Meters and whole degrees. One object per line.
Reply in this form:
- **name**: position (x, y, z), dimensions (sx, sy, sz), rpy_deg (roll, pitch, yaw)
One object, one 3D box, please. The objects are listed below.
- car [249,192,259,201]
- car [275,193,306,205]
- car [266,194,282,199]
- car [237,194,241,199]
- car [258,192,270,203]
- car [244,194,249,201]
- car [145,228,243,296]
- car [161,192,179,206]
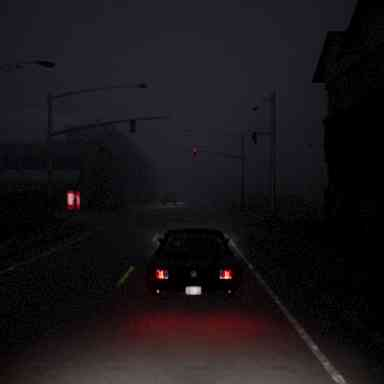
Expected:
- **car**: position (14.128, 0.903, 67.724), dimensions (3.866, 1.878, 1.905), rpy_deg (0, 0, 0)
- **car**: position (14.464, 1.112, 48.513), dimensions (3.806, 1.475, 1.970), rpy_deg (0, 0, 0)
- **car**: position (21.262, 1.159, 86.239), dimensions (3.806, 1.475, 1.970), rpy_deg (0, 0, 0)
- **car**: position (13.839, 1.140, 89.214), dimensions (3.633, 1.501, 1.845), rpy_deg (0, 0, 0)
- **car**: position (14.136, 1.015, 54.930), dimensions (5.027, 1.636, 2.152), rpy_deg (0, 0, 0)
- **car**: position (13.714, 0.915, 70.630), dimensions (4.605, 1.855, 1.932), rpy_deg (0, 0, 0)
- **car**: position (0.053, 1.577, 8.533), dimensions (1.895, 1.301, 4.718), rpy_deg (0, 0, 0)
- **car**: position (-3.611, 1.073, 52.961), dimensions (2.150, 2.045, 5.566), rpy_deg (0, 0, 0)
